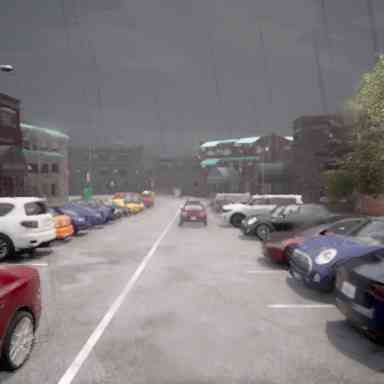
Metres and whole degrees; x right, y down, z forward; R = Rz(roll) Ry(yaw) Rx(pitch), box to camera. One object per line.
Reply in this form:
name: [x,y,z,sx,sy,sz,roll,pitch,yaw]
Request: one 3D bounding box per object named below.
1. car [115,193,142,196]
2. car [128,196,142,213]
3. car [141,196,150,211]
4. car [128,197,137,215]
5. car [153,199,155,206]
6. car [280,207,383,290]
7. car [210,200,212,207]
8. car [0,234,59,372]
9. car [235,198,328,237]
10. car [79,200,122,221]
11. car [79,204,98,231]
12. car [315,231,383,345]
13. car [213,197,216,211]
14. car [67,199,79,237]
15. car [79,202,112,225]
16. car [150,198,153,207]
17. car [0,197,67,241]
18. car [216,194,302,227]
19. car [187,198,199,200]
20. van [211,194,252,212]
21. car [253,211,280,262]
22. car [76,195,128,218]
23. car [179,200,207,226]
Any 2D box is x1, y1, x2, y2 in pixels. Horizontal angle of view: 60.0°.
car: [-7.659,1.321,38.063,4.553,1.767,2.185,0,0,0]
car: [-7.873,1.453,32.182,5.366,1.575,1.946,0,0,0]
car: [-7.504,1.451,35.121,5.366,1.575,1.946,0,0,0]
car: [-7.694,1.459,29.119,4.892,1.521,2.231,0,0,0]
car: [-7.663,1.121,43.834,5.566,2.045,2.435,0,1,0]
car: [4.679,1.349,7.774,4.553,1.767,2.185,0,0,0]
car: [4.647,1.455,35.708,4.892,1.521,2.231,0,0,0]
car: [-3.101,1.475,2.797,1.882,1.535,5.008,0,0,0]
car: [4.677,1.342,16.280,4.553,1.767,2.185,0,0,0]
car: [-7.715,1.492,23.368,4.792,1.488,2.163,0,0,0]
car: [-7.682,1.507,17.366,4.674,1.452,2.002,0,0,0]
car: [4.678,1.506,4.980,4.792,1.488,2.163,0,0,0]
car: [4.636,1.459,30.248,4.892,1.521,2.231,0,0,0]
car: [-7.653,1.343,14.428,4.553,1.767,2.185,0,0,0]
car: [-7.683,1.505,20.429,4.674,1.452,2.002,0,0,0]
car: [-7.696,1.422,40.893,5.008,1.535,2.097,0,1,0]
car: [-7.712,1.220,11.615,5.566,2.045,2.435,0,0,0]
car: [4.616,1.213,21.742,5.566,2.045,2.435,0,0,0]
car: [0.089,1.442,39.992,2.128,1.511,4.902,0,1,0]
van: [4.523,1.220,38.501,4.442,1.987,1.878,0,1,0]
car: [4.617,1.502,10.570,4.792,1.488,2.163,0,0,0]
car: [-7.718,1.335,26.306,4.553,1.767,2.185,0,0,0]
car: [0.095,1.508,23.277,1.812,1.442,4.674,0,0,0]
